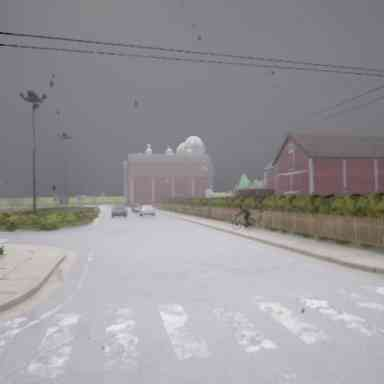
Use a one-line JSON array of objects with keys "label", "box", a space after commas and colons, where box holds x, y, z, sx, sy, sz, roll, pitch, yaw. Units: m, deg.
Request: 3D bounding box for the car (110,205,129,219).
[{"label": "car", "box": [-9.090, 2.469, 41.660, 1.837, 1.490, 4.892, -1, -1, -13]}]

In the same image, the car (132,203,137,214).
[{"label": "car", "box": [-8.377, 2.778, 54.070, 1.895, 1.301, 4.718, -1, -1, -13]}]

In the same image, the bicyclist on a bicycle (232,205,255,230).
[{"label": "bicyclist on a bicycle", "box": [3.343, 1.640, 21.694, 1.656, 1.620, 0.582, -1, -1, -13]}]

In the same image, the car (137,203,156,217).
[{"label": "car", "box": [-5.954, 2.470, 44.140, 1.812, 1.442, 4.674, -1, -1, -13]}]

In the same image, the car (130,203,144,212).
[{"label": "car", "box": [-10.205, 2.847, 61.715, 2.128, 1.511, 4.902, -1, -1, -13]}]
